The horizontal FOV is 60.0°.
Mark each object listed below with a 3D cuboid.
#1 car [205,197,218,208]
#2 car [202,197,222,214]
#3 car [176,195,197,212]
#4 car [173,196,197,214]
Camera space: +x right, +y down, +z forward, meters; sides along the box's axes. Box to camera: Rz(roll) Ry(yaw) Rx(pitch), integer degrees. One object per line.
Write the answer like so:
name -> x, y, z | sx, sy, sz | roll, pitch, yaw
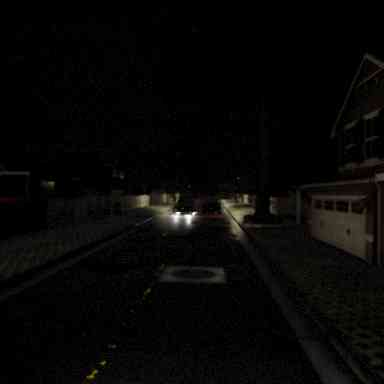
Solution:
car -> 2.746, 1.419, 46.579 | 1.812, 1.442, 4.674 | 1, 0, 4
car -> 2.049, 1.393, 34.569 | 1.882, 1.535, 5.008 | 1, 0, 4
car -> -0.531, 1.240, 38.396 | 2.097, 1.767, 4.553 | 1, 1, 3
car -> -0.785, 1.307, 34.138 | 1.994, 1.385, 4.181 | 1, 4, 3
